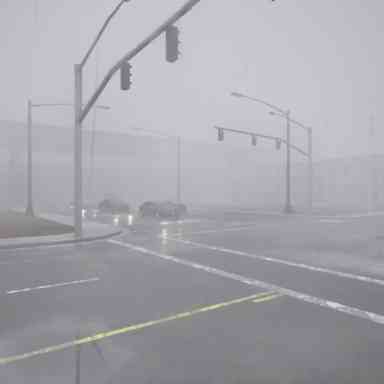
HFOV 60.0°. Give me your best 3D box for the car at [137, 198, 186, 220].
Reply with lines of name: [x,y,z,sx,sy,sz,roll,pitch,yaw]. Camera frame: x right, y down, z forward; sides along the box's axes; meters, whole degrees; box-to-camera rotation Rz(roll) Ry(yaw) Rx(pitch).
car: [-2.903,1.505,28.414,1.837,1.490,4.892,0,0,-36]

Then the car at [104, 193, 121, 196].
car: [-14.726,1.223,62.066,2.150,2.045,5.566,0,0,7]

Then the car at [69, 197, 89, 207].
car: [-18.322,1.547,54.154,2.033,1.411,5.357,0,0,-8]

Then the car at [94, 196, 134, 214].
car: [-8.481,1.478,35.987,1.882,1.535,5.008,0,0,-36]

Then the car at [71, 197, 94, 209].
car: [-14.279,1.526,44.276,1.812,1.442,4.674,0,0,-32]
